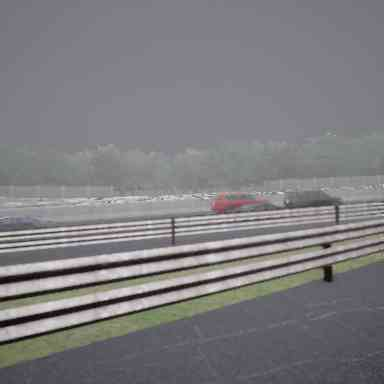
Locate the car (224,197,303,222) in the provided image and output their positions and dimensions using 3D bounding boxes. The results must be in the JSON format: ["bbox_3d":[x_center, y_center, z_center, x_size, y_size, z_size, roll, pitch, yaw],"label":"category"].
[{"bbox_3d":[5.128,1.469,23.726,4.892,1.490,1.837,-3,1,-20],"label":"car"}]

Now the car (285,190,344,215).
[{"bbox_3d":[10.710,0.825,29.480,5.566,2.045,2.150,-3,1,-20],"label":"car"}]

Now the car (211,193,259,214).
[{"bbox_3d":[4.446,1.058,30.925,5.566,2.045,2.150,-3,1,-20],"label":"car"}]

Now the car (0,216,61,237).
[{"bbox_3d":[-11.268,2.260,21.485,5.357,1.411,2.033,-3,1,-20],"label":"car"}]
